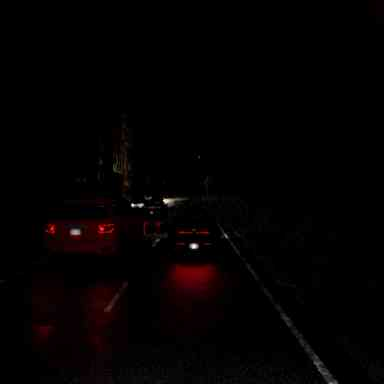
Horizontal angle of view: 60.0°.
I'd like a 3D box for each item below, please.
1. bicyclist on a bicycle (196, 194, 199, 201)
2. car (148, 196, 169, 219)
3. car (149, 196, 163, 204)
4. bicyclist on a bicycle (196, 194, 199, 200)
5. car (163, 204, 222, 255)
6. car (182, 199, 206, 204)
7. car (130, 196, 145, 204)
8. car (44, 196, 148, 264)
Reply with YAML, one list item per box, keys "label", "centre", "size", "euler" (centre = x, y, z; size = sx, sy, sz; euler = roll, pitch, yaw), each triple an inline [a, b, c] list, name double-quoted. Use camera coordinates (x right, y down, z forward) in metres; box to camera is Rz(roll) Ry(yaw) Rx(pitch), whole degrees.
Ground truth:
- label: "bicyclist on a bicycle"
  centre: [1.228, 1.172, 73.165]
  size: [0.582, 1.620, 1.656]
  euler: [0, 0, 0]
- label: "car"
  centre: [-3.081, 1.389, 27.997]
  size: [2.128, 1.511, 4.902]
  euler: [0, 0, 1]
- label: "car"
  centre: [-6.279, 1.381, 58.485]
  size: [1.895, 1.301, 4.718]
  euler: [0, 0, 1]
- label: "bicyclist on a bicycle"
  centre: [1.186, 1.209, 64.164]
  size: [0.582, 1.620, 1.656]
  euler: [0, 0, 0]
- label: "car"
  centre: [0.101, 1.456, 13.032]
  size: [1.837, 1.490, 4.892]
  euler: [0, 1, 1]
- label: "car"
  centre: [0.186, 1.370, 29.197]
  size: [1.882, 1.535, 5.008]
  euler: [0, 1, 1]
- label: "car"
  centre: [-9.529, 1.344, 58.586]
  size: [1.994, 1.385, 4.181]
  euler: [0, 0, 1]
- label: "car"
  centre: [-3.167, 1.178, 11.832]
  size: [2.150, 2.045, 5.566]
  euler: [0, 0, 1]
